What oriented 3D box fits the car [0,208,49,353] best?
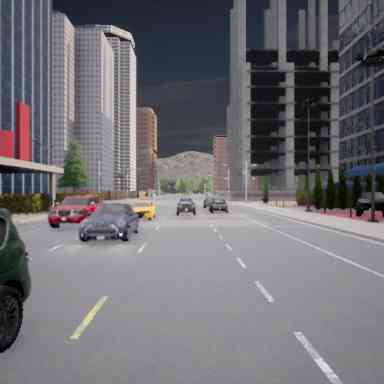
[{"bbox_3d":[-3.627,1.221,3.162,2.150,2.045,5.566,0,0,-1],"label":"car"}]

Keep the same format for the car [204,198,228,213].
[{"bbox_3d":[2.822,1.490,36.522,2.128,1.511,4.902,0,0,-1],"label":"car"}]

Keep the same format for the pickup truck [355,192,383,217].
[{"bbox_3d":[16.030,1.057,29.562,2.390,2.098,6.274,0,0,29],"label":"pickup truck"}]

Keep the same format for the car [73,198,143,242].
[{"bbox_3d":[-3.907,1.350,16.303,2.097,1.767,4.553,0,0,-1],"label":"car"}]

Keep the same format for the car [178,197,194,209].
[{"bbox_3d":[-0.859,1.489,46.024,2.128,1.511,4.902,0,0,-1],"label":"car"}]

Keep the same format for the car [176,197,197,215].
[{"bbox_3d":[-0.593,1.525,34.023,1.812,1.442,4.674,0,-1,-1],"label":"car"}]

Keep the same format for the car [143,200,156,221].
[{"bbox_3d":[-4.134,1.476,27.632,1.882,1.535,5.008,0,0,-1],"label":"car"}]

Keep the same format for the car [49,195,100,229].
[{"bbox_3d":[-7.473,1.221,22.064,2.150,2.045,5.566,0,0,-1],"label":"car"}]
